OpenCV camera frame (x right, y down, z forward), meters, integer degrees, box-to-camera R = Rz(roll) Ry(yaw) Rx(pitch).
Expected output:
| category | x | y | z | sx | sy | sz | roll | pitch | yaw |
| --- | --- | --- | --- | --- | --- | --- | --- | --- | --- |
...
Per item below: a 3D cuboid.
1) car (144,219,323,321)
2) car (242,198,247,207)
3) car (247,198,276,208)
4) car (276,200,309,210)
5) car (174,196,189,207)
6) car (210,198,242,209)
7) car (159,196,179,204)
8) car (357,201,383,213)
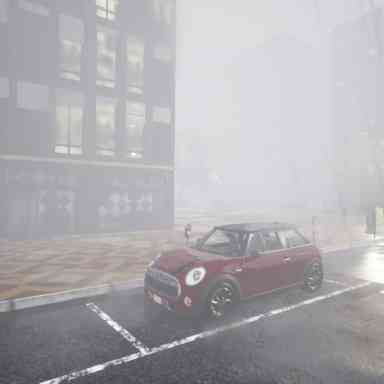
| category | x | y | z | sx | sy | sz | roll | pitch | yaw |
| --- | --- | --- | --- | --- | --- | --- | --- | --- | --- |
| car | 0.990 | 1.442 | 7.261 | 4.097 | 1.590 | 1.967 | 0 | 1 | -36 |
| car | 7.920 | 1.726 | 56.152 | 1.967 | 1.590 | 4.097 | 1 | -1 | -35 |
| car | 11.202 | 1.800 | 51.527 | 1.887 | 1.381 | 4.507 | 1 | -1 | -35 |
| car | 14.483 | 1.807 | 46.902 | 1.802 | 1.307 | 4.206 | 1 | -1 | -35 |
| car | -2.199 | 1.733 | 55.931 | 1.887 | 1.381 | 4.507 | 1 | -1 | -35 |
| car | 4.364 | 1.678 | 46.682 | 2.008 | 1.369 | 4.403 | 1 | -1 | -35 |
| car | -5.206 | 1.724 | 74.652 | 2.192 | 1.841 | 5.009 | 1 | -1 | -35 |
| car | 21.047 | 1.730 | 37.653 | 1.947 | 1.339 | 4.313 | 1 | -1 | -35 |
